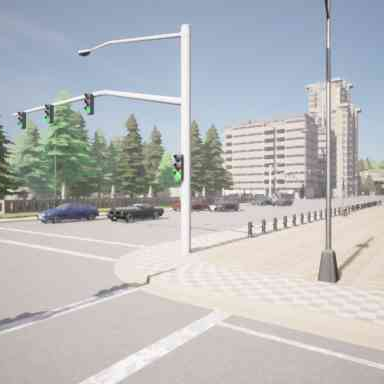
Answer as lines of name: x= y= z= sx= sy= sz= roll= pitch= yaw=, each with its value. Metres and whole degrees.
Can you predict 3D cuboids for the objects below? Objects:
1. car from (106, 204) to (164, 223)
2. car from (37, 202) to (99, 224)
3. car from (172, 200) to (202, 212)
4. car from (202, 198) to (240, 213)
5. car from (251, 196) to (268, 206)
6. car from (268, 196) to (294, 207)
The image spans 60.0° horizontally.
car: x=-4.369 y=1.600 z=26.078 sx=1.895 sy=1.301 sz=4.718 roll=0 pitch=0 yaw=36
car: x=-9.265 y=1.525 z=25.250 sx=1.812 sy=1.442 sz=4.674 roll=0 pitch=0 yaw=38
car: x=-0.261 y=1.600 z=37.858 sx=1.895 sy=1.301 sz=4.718 roll=0 pitch=0 yaw=36
car: x=3.602 y=1.487 z=37.242 sx=2.128 sy=1.511 sz=4.902 roll=0 pitch=0 yaw=36
car: x=11.408 y=1.371 z=54.047 sx=2.097 sy=1.767 sz=4.553 roll=0 pitch=0 yaw=36
car: x=14.240 y=1.590 z=51.990 sx=2.033 sy=1.411 sz=5.357 roll=0 pitch=0 yaw=36
